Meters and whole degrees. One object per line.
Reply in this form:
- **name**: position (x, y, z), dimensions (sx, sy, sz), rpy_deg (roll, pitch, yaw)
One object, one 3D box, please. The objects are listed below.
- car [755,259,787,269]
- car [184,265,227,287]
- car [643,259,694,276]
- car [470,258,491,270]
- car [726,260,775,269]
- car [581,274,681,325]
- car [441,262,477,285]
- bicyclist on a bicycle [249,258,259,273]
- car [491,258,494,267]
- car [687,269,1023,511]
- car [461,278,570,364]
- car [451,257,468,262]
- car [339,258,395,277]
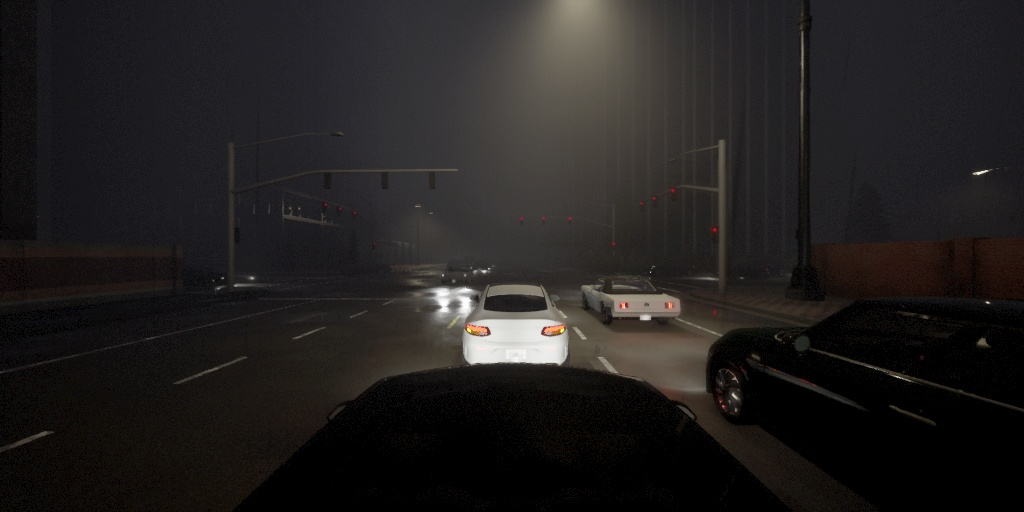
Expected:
- **car**: position (24.230, 1.102, 35.218), dimensions (4.553, 1.767, 2.097), rpy_deg (0, 0, 0)
- **car**: position (-21.418, 1.314, 24.081), dimensions (4.181, 1.385, 1.994), rpy_deg (0, 0, 0)
- **car**: position (15.338, 1.102, 35.136), dimensions (4.553, 1.767, 2.097), rpy_deg (0, 0, 0)
- **car**: position (-4.424, 1.314, 50.805), dimensions (1.994, 1.385, 4.181), rpy_deg (0, 0, -1)
- **car**: position (20.189, 1.314, 31.681), dimensions (4.181, 1.385, 1.994), rpy_deg (0, 0, -1)
- **car**: position (3.563, 1.351, 11.783), dimensions (1.895, 1.301, 4.718), rpy_deg (0, 0, 0)
- **car**: position (-3.860, 1.351, 25.742), dimensions (1.895, 1.301, 4.718), rpy_deg (0, 0, -1)
- **bicyclist on a bicycle**: position (-28.409, 1.051, 39.501), dimensions (0.582, 1.620, 1.656), rpy_deg (0, 0, -1)
- **car**: position (-4.569, 1.276, 61.122), dimensions (1.812, 1.442, 4.674), rpy_deg (0, 0, -1)
- **car**: position (3.599, 1.102, 2.881), dimensions (2.097, 1.767, 4.553), rpy_deg (0, 0, 0)
- **car**: position (0.059, 1.276, 7.566), dimensions (1.812, 1.442, 4.674), rpy_deg (0, 0, 0)
- **car**: position (-7.918, 1.241, 50.403), dimensions (2.128, 1.511, 4.902), rpy_deg (0, 0, -1)
- **car**: position (-14.201, 1.241, 35.133), dimensions (4.902, 1.511, 2.128), rpy_deg (0, 1, -17)
